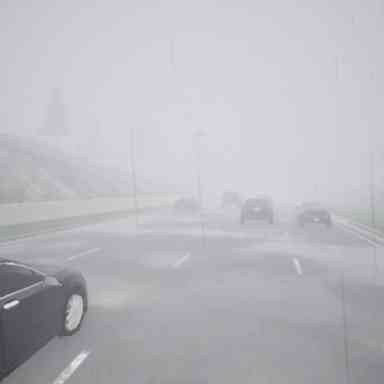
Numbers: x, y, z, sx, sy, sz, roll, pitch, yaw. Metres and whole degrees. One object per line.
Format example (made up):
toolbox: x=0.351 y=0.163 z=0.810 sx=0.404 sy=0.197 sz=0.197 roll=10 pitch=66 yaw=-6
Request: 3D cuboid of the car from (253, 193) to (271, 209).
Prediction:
car: x=8.700 y=1.058 z=41.121 sx=2.097 sy=1.767 sz=4.553 roll=1 pitch=1 yaw=13

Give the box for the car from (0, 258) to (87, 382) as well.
car: x=-2.851 y=1.451 z=3.715 sx=1.837 sy=1.490 sz=4.892 roll=0 pitch=0 yaw=6

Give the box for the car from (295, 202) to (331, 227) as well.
car: x=7.749 y=1.394 z=21.522 sx=1.812 sy=1.442 sz=4.674 roll=1 pitch=1 yaw=13

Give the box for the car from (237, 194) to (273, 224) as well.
car: x=4.616 y=1.180 z=23.457 sx=2.097 sy=1.767 sz=4.553 roll=1 pitch=0 yaw=13

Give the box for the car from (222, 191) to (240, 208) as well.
car: x=4.940 y=0.907 z=40.403 sx=2.150 sy=2.045 sz=5.566 roll=1 pitch=1 yaw=13

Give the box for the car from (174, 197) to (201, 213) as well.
car: x=-0.363 y=1.203 z=33.047 sx=2.128 sy=1.511 sz=4.902 roll=1 pitch=1 yaw=13
